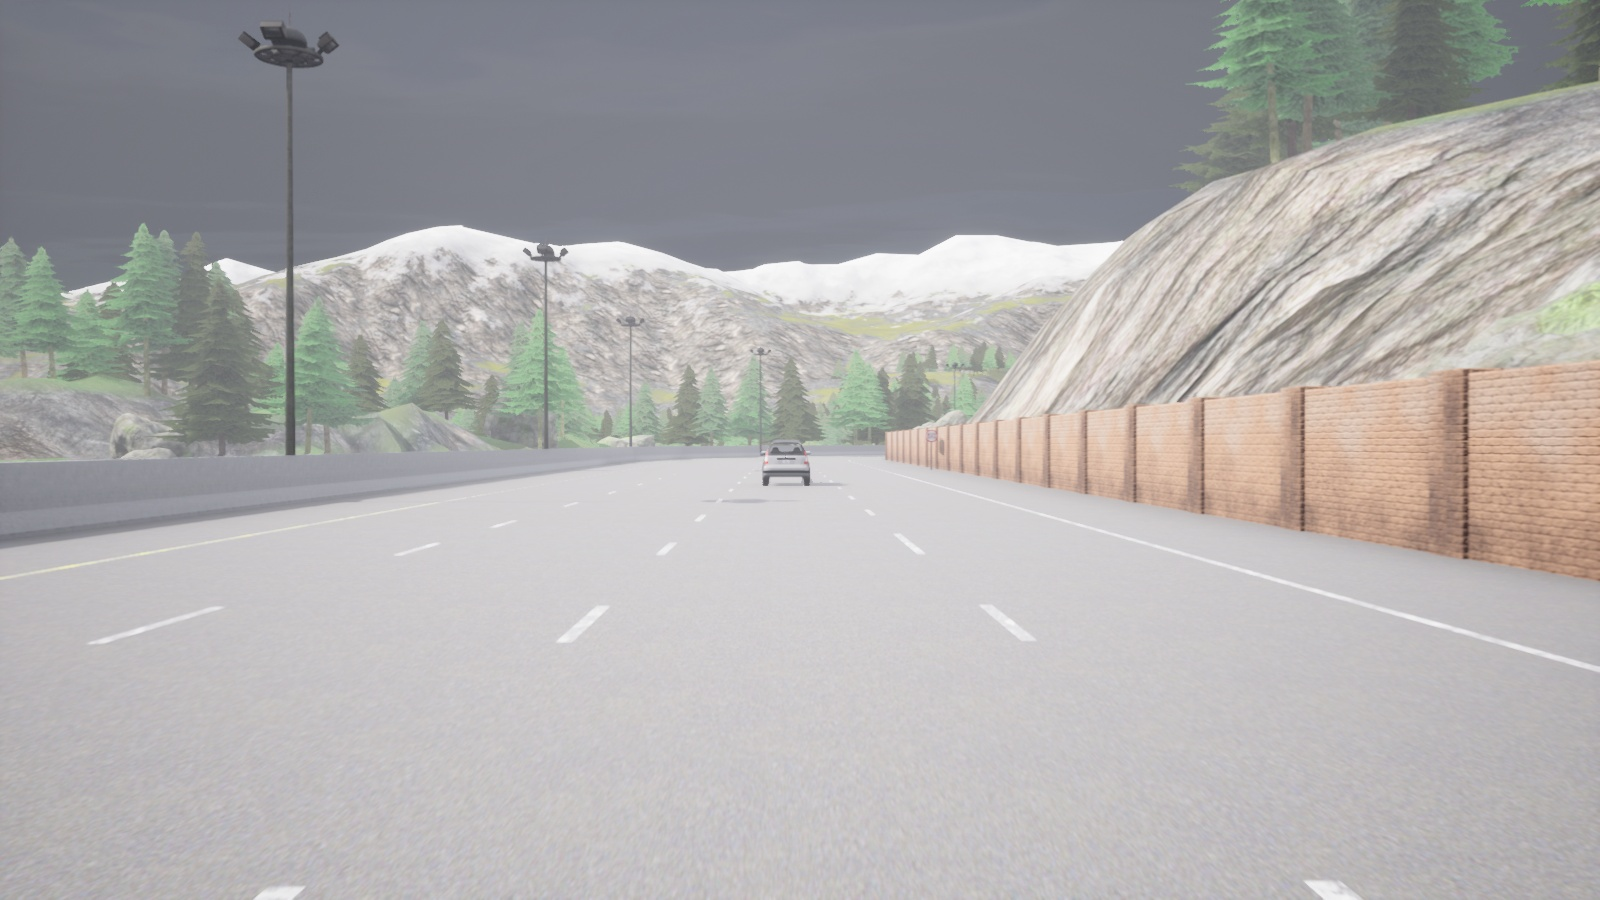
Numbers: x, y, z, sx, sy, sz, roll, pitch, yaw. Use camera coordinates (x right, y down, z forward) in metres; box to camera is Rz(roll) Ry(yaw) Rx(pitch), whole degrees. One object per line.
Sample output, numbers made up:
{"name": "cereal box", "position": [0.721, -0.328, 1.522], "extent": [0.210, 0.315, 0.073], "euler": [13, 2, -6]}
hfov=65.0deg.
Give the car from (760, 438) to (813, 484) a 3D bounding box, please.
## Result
{"name": "car", "position": [-0.505, 0.384, 46.090], "extent": [1.851, 1.617, 3.988], "euler": [0, 0, -1]}
